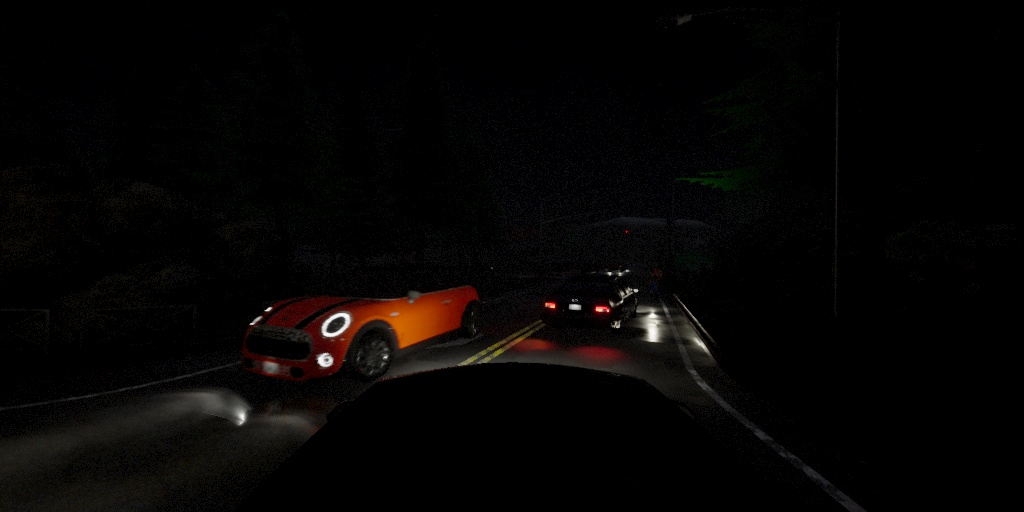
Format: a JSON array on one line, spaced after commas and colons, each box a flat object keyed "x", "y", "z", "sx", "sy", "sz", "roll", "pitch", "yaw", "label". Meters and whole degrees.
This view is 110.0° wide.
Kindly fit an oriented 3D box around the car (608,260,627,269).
[{"x": 17.398, "y": 1.659, "z": 59.749, "sx": 2.150, "sy": 2.045, "sz": 5.566, "roll": 1, "pitch": -1, "yaw": 21, "label": "car"}]

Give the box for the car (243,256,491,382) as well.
[{"x": -2.421, "y": 0.947, "z": 6.977, "sx": 2.097, "sy": 1.767, "sz": 4.553, "roll": 1, "pitch": 0, "yaw": 23, "label": "car"}]

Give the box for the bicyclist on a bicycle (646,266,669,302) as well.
[{"x": 6.717, "y": 1.283, "z": 16.514, "sx": 1.656, "sy": 1.620, "sz": 0.582, "roll": 1, "pitch": 0, "yaw": -30, "label": "bicyclist on a bicycle"}]

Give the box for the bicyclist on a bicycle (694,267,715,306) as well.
[{"x": 8.138, "y": 1.296, "z": 15.106, "sx": 1.656, "sy": 1.620, "sz": 0.582, "roll": 1, "pitch": 0, "yaw": -33, "label": "bicyclist on a bicycle"}]

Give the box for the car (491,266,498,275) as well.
[{"x": -3.999, "y": 1.437, "z": 44.753, "sx": 4.553, "sy": 1.767, "sz": 2.097, "roll": 1, "pitch": -1, "yaw": 21, "label": "car"}]

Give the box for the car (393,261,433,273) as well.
[{"x": -13.340, "y": 1.437, "z": 48.303, "sx": 5.008, "sy": 1.535, "sz": 1.882, "roll": 1, "pitch": -1, "yaw": 21, "label": "car"}]

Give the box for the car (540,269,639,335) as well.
[{"x": 2.482, "y": 1.244, "z": 10.382, "sx": 2.033, "sy": 1.411, "sz": 5.357, "roll": 1, "pitch": -1, "yaw": 25, "label": "car"}]
